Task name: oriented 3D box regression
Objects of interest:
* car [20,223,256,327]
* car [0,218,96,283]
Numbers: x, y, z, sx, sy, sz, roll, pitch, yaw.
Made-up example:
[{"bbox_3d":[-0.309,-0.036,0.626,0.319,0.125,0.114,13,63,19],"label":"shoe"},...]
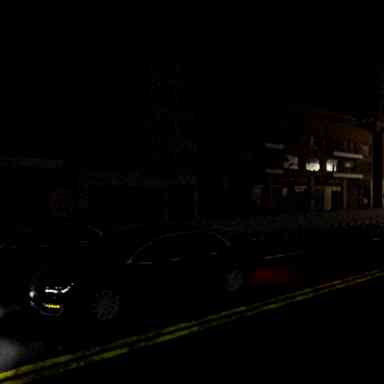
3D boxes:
[{"bbox_3d":[-0.770,1.505,7.130,4.892,1.490,1.837,0,0,-36],"label":"car"},{"bbox_3d":[-4.024,1.505,8.799,4.892,1.490,1.837,0,0,-35],"label":"car"}]
